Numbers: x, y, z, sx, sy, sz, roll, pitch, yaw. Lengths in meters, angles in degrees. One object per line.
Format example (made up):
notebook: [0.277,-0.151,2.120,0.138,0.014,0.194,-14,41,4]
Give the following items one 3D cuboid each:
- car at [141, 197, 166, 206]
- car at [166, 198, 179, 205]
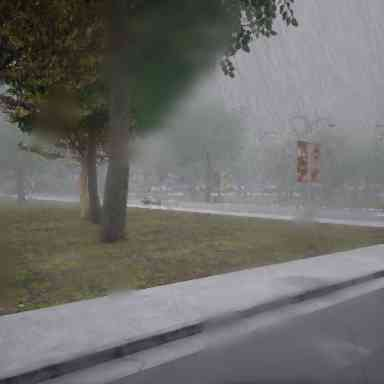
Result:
car: [-6.810,1.539,55.308,1.837,1.490,4.892,0,0,-36]
car: [-4.148,1.631,57.174,1.895,1.301,4.718,0,0,-36]
